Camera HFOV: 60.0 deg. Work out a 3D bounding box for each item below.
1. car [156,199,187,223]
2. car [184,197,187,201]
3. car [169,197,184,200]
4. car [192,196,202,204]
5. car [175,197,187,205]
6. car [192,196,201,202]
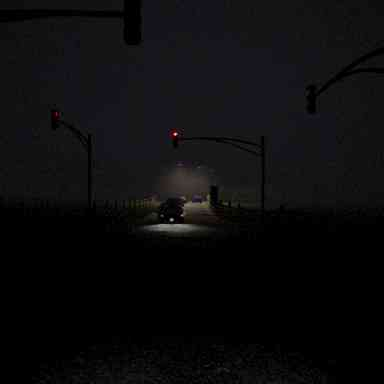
[{"bbox_3d":[-1.810,1.551,25.626,2.033,1.411,5.357,0,0,-9],"label":"car"},{"bbox_3d":[-2.148,1.559,50.998,2.033,1.411,5.357,0,0,1],"label":"car"},{"bbox_3d":[-2.333,1.515,39.188,1.837,1.490,4.892,0,-1,1],"label":"car"},{"bbox_3d":[1.030,1.495,65.895,1.882,1.535,5.008,0,0,1],"label":"car"},{"bbox_3d":[-1.942,1.580,61.998,1.994,1.385,4.181,0,0,1],"label":"car"},{"bbox_3d":[1.092,1.617,75.929,1.895,1.301,4.718,0,0,1],"label":"car"}]
